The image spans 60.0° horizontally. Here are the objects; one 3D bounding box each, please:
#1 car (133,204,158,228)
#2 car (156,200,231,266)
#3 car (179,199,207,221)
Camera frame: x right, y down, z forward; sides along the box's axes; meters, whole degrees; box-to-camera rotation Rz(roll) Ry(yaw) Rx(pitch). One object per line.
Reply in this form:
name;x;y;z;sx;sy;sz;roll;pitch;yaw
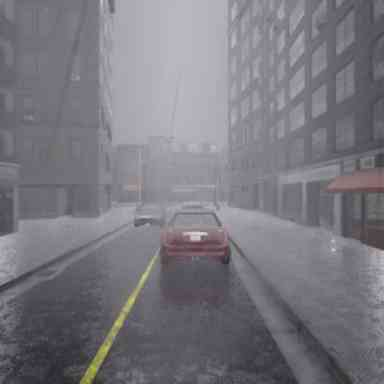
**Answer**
car;-2.590;1.502;22.007;2.033;1.411;5.357;0;0;0
car;0.102;1.330;11.651;2.097;1.767;4.553;0;0;0
car;0.109;1.434;27.635;2.128;1.511;4.902;0;0;0
